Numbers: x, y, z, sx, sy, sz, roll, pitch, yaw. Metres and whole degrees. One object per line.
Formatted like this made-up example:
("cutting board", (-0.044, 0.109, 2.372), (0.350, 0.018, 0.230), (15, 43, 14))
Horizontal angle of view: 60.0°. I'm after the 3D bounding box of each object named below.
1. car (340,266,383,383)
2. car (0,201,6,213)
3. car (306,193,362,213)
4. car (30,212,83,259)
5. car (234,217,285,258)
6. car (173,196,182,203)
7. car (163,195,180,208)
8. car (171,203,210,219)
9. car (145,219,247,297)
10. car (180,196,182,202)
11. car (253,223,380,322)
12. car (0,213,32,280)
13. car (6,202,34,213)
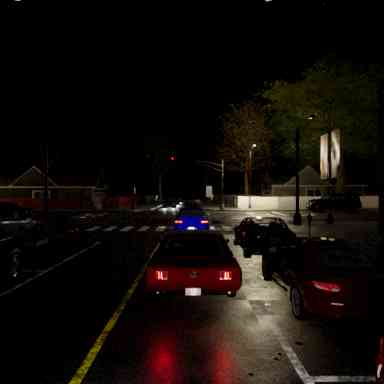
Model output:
("car", (2.639, 1.545, 1.474), (1.887, 1.381, 4.507), (0, 0, 0))
("car", (-17.437, 1.603, 25.534), (4.892, 1.490, 1.837), (0, 0, 3))
("car", (15.130, 1.122, 35.506), (5.566, 2.045, 2.150), (0, 0, 0))
("car", (-5.407, 1.582, 12.494), (1.802, 1.307, 4.206), (0, 0, 0))
("car", (2.618, 1.566, 12.510), (1.947, 1.339, 4.313), (0, 0, 0))
("car", (-3.220, 1.552, 74.265), (1.837, 1.490, 4.892), (0, 0, 0))
("car", (-3.202, 1.569, 48.827), (2.033, 1.411, 5.357), (0, 0, 0))
("car", (-0.029, 1.526, 17.578), (1.812, 1.442, 4.674), (0, 0, 0))
("car", (0.041, 1.601, 8.521), (1.895, 1.301, 4.718), (0, 0, 0))
("car", (-3.230, 1.522, 59.890), (2.128, 1.511, 4.902), (0, 0, 0))
("car", (2.629, 1.582, 6.992), (1.802, 1.307, 4.206), (0, 0, 0))
("car", (-5.396, 1.440, 6.975), (1.967, 1.590, 4.097), (0, 0, 0))
("car", (-16.282, 1.595, 28.774), (4.892, 1.490, 1.837), (0, 0, -1))
